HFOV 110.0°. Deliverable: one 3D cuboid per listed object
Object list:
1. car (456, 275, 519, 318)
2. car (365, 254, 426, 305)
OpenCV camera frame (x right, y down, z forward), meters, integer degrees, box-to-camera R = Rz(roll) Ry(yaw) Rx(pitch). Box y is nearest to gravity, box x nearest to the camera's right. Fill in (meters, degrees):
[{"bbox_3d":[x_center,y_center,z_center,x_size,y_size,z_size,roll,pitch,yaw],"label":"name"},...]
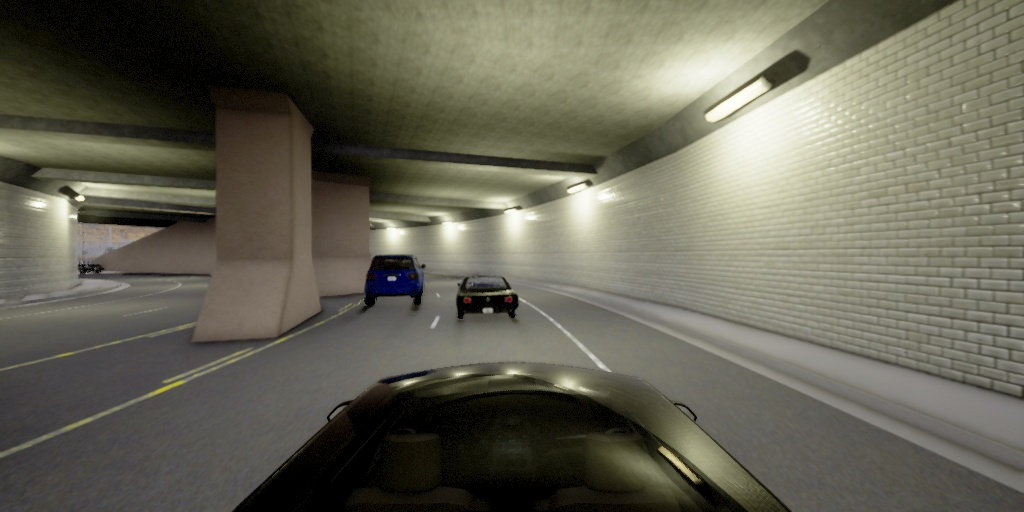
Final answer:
[{"bbox_3d":[-1.014,1.321,12.806,1.895,1.301,4.718,0,0,-8],"label":"car"},{"bbox_3d":[-5.125,0.951,16.122,2.150,2.045,5.566,0,0,-13],"label":"car"}]
